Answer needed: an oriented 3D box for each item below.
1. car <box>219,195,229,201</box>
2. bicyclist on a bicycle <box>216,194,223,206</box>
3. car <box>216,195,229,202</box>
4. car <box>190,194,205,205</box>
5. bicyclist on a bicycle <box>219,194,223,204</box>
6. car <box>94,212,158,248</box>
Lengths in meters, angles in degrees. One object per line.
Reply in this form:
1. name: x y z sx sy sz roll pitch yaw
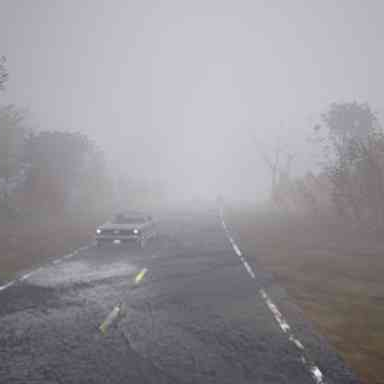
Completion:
1. car: 7.872 1.410 80.476 1.994 1.385 4.181 0 0 11
2. bicyclist on a bicycle: 3.971 1.304 50.133 0.659 1.776 1.843 0 0 7
3. car: 6.130 1.466 70.815 1.994 1.385 4.181 0 0 10
4. car: 0.939 1.275 57.005 2.097 1.767 4.553 0 0 8
5. bicyclist on a bicycle: 5.259 1.294 59.800 0.659 1.776 1.843 0 0 8
6. car: -2.771 1.576 14.825 1.895 1.301 4.718 0 0 2
